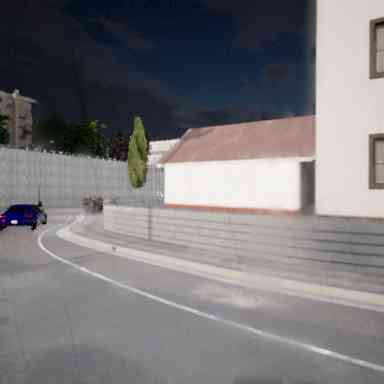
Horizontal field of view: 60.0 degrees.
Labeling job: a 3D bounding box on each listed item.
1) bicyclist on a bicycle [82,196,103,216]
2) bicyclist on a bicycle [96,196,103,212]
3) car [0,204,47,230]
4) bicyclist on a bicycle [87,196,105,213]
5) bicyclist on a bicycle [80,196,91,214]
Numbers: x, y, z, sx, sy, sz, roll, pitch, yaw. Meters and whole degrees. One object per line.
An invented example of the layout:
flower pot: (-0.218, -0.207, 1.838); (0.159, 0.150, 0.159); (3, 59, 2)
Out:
bicyclist on a bicycle: (-8.647, 1.229, 28.639); (0.582, 1.620, 1.656); (0, 0, 43)
bicyclist on a bicycle: (-9.433, 1.223, 33.947); (0.582, 1.620, 1.656); (1, 0, -21)
car: (-10.109, 1.444, 20.194); (1.812, 1.442, 4.674); (0, 0, -13)
bicyclist on a bicycle: (-9.544, 1.222, 33.106); (1.656, 1.620, 0.582); (0, 0, 0)
bicyclist on a bicycle: (-10.231, 1.279, 32.010); (0.582, 1.620, 1.656); (-5, -4, -27)
